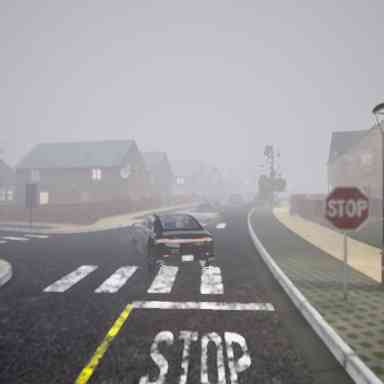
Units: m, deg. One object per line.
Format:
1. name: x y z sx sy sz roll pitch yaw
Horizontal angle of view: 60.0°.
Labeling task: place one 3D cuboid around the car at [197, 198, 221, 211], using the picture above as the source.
1. car: 1.890 1.369 36.394 1.895 1.301 4.718 0 0 14

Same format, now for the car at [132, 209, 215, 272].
1. car: -0.757 1.434 10.709 2.128 1.511 4.902 0 0 -16

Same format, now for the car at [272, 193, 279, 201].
1. car: 16.115 0.909 67.089 1.837 1.490 4.892 0 1 28

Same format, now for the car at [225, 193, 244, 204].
1. car: 6.644 0.985 51.878 2.097 1.767 4.553 0 1 20

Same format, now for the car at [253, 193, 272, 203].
1. car: 12.077 0.910 57.930 2.097 1.767 4.553 0 0 23
